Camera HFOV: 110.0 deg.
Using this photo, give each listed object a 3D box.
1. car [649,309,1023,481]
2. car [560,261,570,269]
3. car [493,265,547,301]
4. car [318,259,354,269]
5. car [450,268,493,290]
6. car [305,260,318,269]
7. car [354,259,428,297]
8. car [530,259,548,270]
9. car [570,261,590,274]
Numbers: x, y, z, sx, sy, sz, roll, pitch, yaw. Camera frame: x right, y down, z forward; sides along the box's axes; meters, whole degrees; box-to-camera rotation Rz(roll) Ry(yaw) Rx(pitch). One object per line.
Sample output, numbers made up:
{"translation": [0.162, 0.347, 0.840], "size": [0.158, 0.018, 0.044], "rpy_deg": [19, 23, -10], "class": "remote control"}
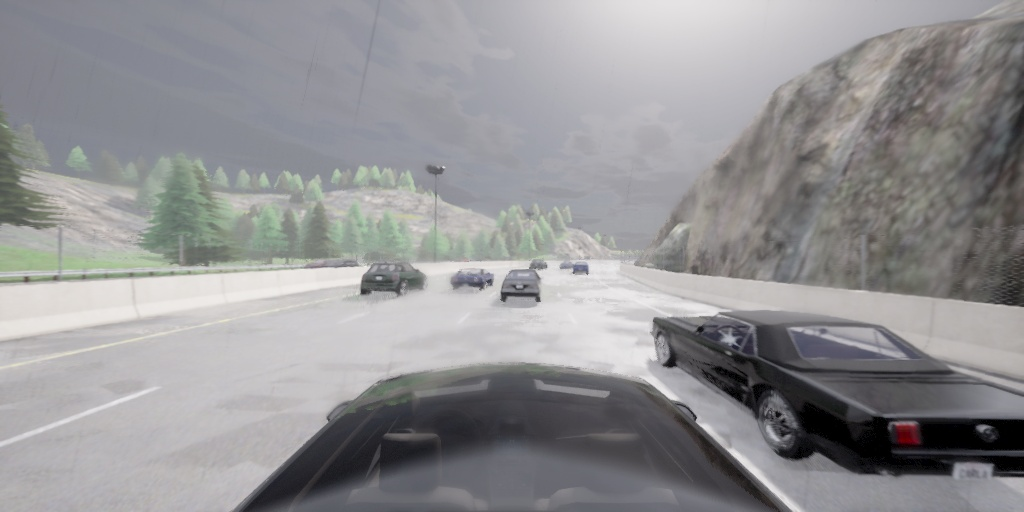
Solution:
{"translation": [3.619, 1.397, 5.002], "size": [1.895, 1.301, 4.718], "rpy_deg": [1, 0, 1], "class": "car"}
{"translation": [9.813, 1.565, 62.631], "size": [2.033, 1.411, 5.357], "rpy_deg": [0, 0, 21], "class": "car"}
{"translation": [0.551, 1.347, 17.641], "size": [2.033, 1.411, 5.357], "rpy_deg": [1, 0, 5], "class": "car"}
{"translation": [-20.489, 1.159, 43.227], "size": [1.837, 1.490, 4.892], "rpy_deg": [0, 0, 12], "class": "car"}
{"translation": [-2.329, 1.384, 22.466], "size": [1.895, 1.301, 4.718], "rpy_deg": [1, 0, 7], "class": "car"}
{"translation": [-23.693, 1.153, 45.017], "size": [1.812, 1.442, 4.674], "rpy_deg": [1, 0, 12], "class": "car"}
{"translation": [-6.111, 1.087, 19.127], "size": [2.097, 1.767, 4.553], "rpy_deg": [1, 0, 5], "class": "car"}
{"translation": [4.219, 1.292, 55.420], "size": [2.097, 1.767, 4.553], "rpy_deg": [1, 0, 16], "class": "car"}
{"translation": [8.976, 1.442, 46.330], "size": [1.882, 1.535, 5.008], "rpy_deg": [0, 0, 14], "class": "car"}
